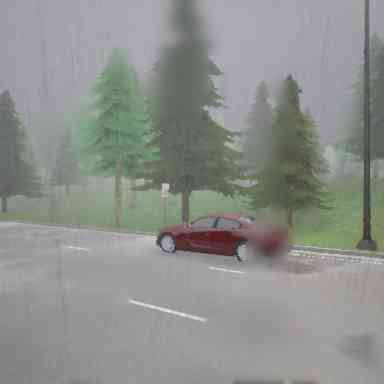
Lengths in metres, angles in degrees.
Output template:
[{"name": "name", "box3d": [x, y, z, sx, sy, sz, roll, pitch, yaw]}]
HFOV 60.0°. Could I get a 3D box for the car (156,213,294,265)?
[{"name": "car", "box3d": [0.986, 1.477, 11.775, 5.008, 1.535, 1.882, 0, 0, 34]}]
